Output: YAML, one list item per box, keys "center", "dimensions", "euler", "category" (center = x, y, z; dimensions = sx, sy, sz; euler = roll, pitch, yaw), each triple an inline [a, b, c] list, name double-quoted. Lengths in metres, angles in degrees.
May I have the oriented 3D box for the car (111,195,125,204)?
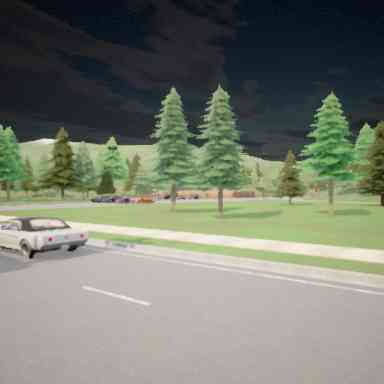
- center: [-11.782, 1.452, 60.266]
  dimensions: [1.812, 1.442, 4.674]
  euler: [0, 0, 36]
  category: "car"

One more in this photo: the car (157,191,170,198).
- center: [-5.488, 0.760, 74.862]
  dimensions: [2.150, 2.045, 5.566]
  euler: [0, 0, 36]
  category: "car"

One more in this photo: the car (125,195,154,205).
- center: [-8.848, 1.284, 58.366]
  dimensions: [2.097, 1.767, 4.553]
  euler: [0, 0, 36]
  category: "car"

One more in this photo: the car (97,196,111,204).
- center: [-14.658, 1.424, 62.222]
  dimensions: [1.837, 1.490, 4.892]
  euler: [0, 0, 36]
  category: "car"

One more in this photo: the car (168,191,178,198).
- center: [-2.633, 1.093, 72.838]
  dimensions: [1.994, 1.385, 4.181]
  euler: [0, 0, 36]
  category: "car"

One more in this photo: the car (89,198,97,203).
- center: [-17.251, 1.461, 64.560]
  dimensions: [2.033, 1.411, 5.357]
  euler: [0, 0, 36]
  category: "car"

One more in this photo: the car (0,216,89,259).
- center: [-6.135, 1.581, 12.610]
  dimensions: [4.718, 1.301, 1.895]
  euler: [0, 0, 35]
  category: "car"

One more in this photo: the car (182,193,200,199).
- center: [0.205, 1.046, 70.789]
  dimensions: [1.837, 1.490, 4.892]
  euler: [0, 0, 36]
  category: "car"
